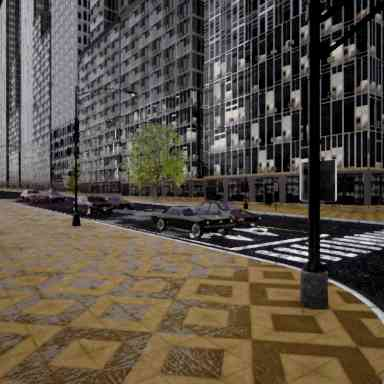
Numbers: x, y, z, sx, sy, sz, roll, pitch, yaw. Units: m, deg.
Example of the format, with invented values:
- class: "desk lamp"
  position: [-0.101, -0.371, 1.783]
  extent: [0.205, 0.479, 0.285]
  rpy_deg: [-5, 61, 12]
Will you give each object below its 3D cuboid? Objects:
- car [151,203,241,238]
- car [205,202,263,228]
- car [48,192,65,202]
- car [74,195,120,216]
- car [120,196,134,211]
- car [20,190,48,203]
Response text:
- class: "car"
  position: [-0.065, 1.371, 16.587]
  extent: [1.895, 1.301, 4.718]
  rpy_deg: [0, 1, -38]
- class: "car"
  position: [1.659, 1.289, 19.706]
  extent: [2.033, 1.411, 5.357]
  rpy_deg: [0, 1, -36]
- class: "car"
  position: [-19.492, 0.670, 46.807]
  extent: [2.033, 1.411, 5.357]
  rpy_deg: [0, 1, -38]
- class: "car"
  position: [-7.921, 1.042, 26.588]
  extent: [1.837, 1.490, 4.892]
  rpy_deg: [0, 1, -38]
- class: "car"
  position: [-7.416, 1.020, 31.206]
  extent: [2.033, 1.411, 5.357]
  rpy_deg: [0, 1, -38]
- class: "car"
  position: [-20.589, 0.510, 42.895]
  extent: [2.097, 1.767, 4.553]
  rpy_deg: [0, 1, -38]
